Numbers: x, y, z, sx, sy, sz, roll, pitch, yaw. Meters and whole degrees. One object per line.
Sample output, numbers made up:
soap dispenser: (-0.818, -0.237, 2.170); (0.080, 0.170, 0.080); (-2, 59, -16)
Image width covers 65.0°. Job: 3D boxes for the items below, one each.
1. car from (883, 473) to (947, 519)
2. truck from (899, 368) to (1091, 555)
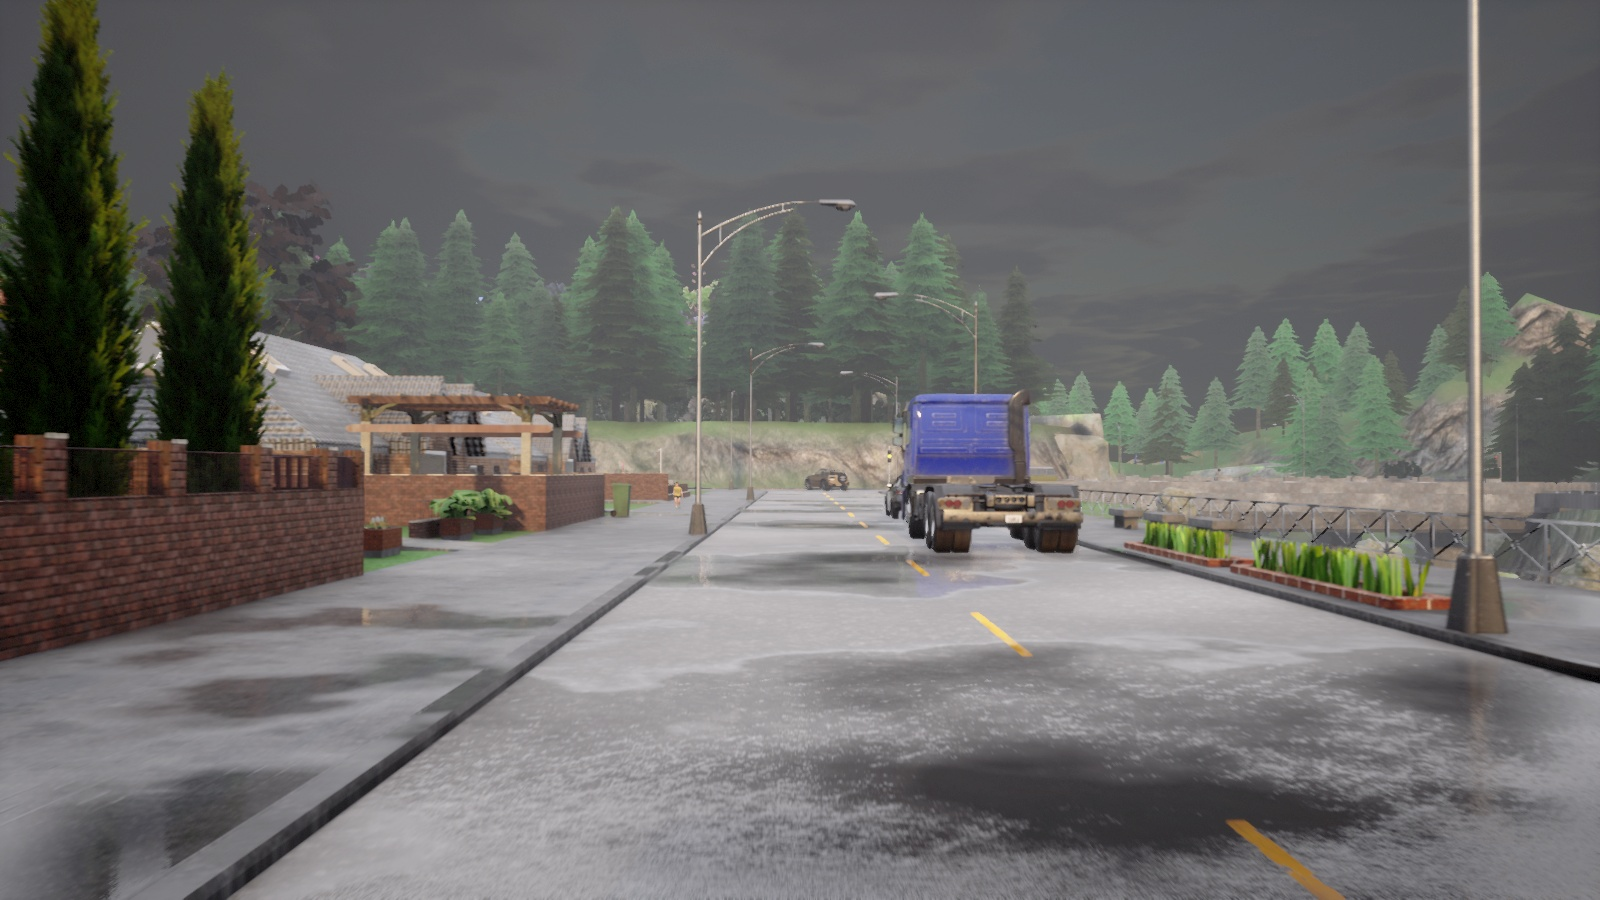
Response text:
car: (3.899, 1.535, 43.139); (1.816, 1.474, 4.193); (0, -1, 0)
truck: (3.932, 0.273, 27.261); (2.891, 3.462, 7.936); (0, -1, 0)
